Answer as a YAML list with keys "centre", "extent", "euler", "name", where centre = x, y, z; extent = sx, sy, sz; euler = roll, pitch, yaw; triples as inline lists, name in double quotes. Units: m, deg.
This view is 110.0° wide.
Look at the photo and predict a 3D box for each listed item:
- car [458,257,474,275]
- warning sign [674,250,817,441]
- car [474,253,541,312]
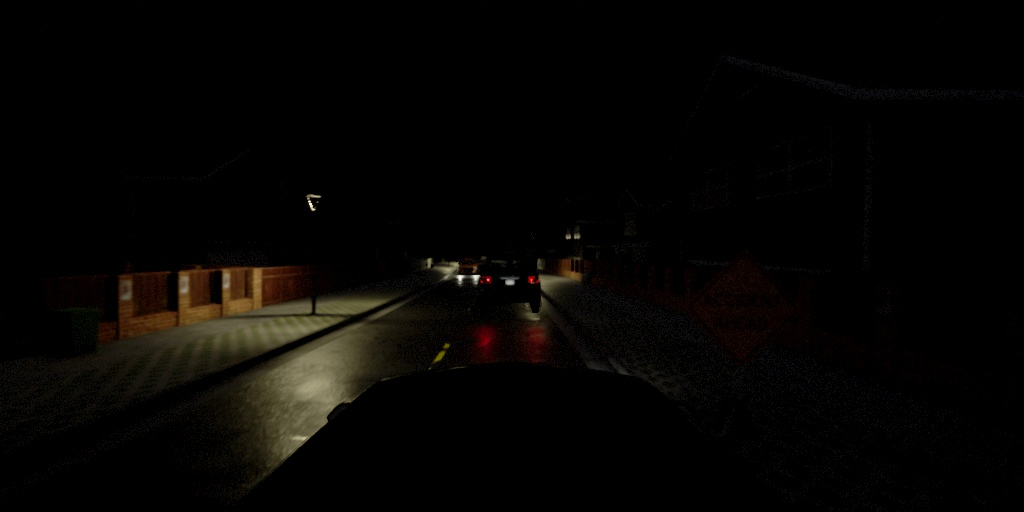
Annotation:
- centre: [-4.570, 1.135, 37.878]
  extent: [1.882, 1.535, 5.008]
  euler: [0, 0, -5]
  name: "car"
- centre: [2.511, 0.856, 4.023]
  extent: [1.300, 1.860, 1.060]
  euler: [0, 0, 0]
  name: "warning sign"
- centre: [-0.151, 0.934, 14.196]
  extent: [2.150, 2.045, 5.566]
  euler: [0, 0, -2]
  name: "car"
